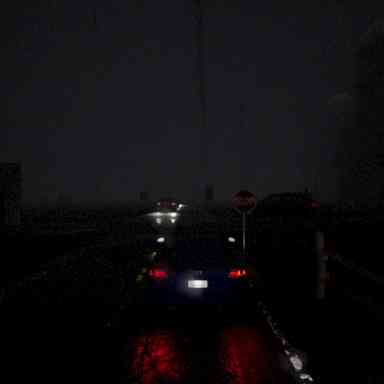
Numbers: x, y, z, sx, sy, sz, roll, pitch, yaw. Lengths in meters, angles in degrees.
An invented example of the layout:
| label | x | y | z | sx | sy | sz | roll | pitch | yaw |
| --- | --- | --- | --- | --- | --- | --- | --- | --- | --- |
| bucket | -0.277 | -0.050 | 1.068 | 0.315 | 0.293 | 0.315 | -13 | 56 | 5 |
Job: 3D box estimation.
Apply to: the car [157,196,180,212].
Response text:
| label | x | y | z | sx | sy | sz | roll | pitch | yaw |
| --- | --- | --- | --- | --- | --- | --- | --- | --- | --- |
| car | -2.827 | 1.356 | 38.662 | 2.097 | 1.767 | 4.553 | 0 | 0 | 0 |

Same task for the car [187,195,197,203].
| label | x | y | z | sx | sy | sz | roll | pitch | yaw |
| --- | --- | --- | --- | --- | --- | --- | --- | --- | --- |
| car | 0.042 | 1.580 | 68.919 | 2.033 | 1.411 | 5.357 | 0 | 0 | 0 |

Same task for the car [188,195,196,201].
| label | x | y | z | sx | sy | sz | roll | pitch | yaw |
| --- | --- | --- | --- | --- | --- | --- | --- | --- | --- |
| car | 0.048 | 1.484 | 79.344 | 1.994 | 1.385 | 4.181 | 0 | 0 | 0 |

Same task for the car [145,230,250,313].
| label | x | y | z | sx | sy | sz | roll | pitch | yaw |
| --- | --- | --- | --- | --- | --- | --- | --- | --- | --- |
| car | 0.103 | 1.562 | 7.765 | 1.994 | 1.385 | 4.181 | 0 | 0 | 0 |

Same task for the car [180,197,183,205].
| label | x | y | z | sx | sy | sz | roll | pitch | yaw |
| --- | --- | --- | --- | --- | --- | --- | --- | --- | --- |
| car | -2.815 | 1.558 | 48.931 | 2.033 | 1.411 | 5.357 | 0 | 0 | 0 |

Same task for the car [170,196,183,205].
| label | x | y | z | sx | sy | sz | roll | pitch | yaw |
| --- | --- | --- | --- | --- | --- | --- | --- | --- | --- |
| car | -2.780 | 1.515 | 61.499 | 2.128 | 1.511 | 4.902 | 0 | 0 | 0 |

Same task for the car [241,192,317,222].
| label | x | y | z | sx | sy | sz | roll | pitch | yaw |
| --- | --- | --- | --- | --- | --- | --- | --- | --- | --- |
| car | 6.488 | 1.093 | 25.096 | 5.566 | 2.045 | 2.150 | -1 | 2 | 10 |
